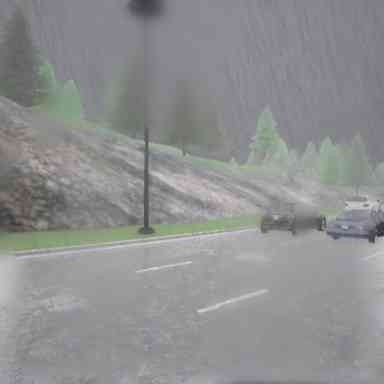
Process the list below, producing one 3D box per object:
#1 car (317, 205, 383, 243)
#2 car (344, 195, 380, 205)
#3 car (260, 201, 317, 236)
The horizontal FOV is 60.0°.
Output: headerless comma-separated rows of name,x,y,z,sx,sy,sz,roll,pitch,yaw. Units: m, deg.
car,8.315,1.562,16.174,2.033,1.411,5.357,0,0,43
car,15.506,1.257,30.202,2.150,2.045,5.566,0,0,39
car,5.750,1.365,18.555,2.097,1.767,4.553,0,0,43
